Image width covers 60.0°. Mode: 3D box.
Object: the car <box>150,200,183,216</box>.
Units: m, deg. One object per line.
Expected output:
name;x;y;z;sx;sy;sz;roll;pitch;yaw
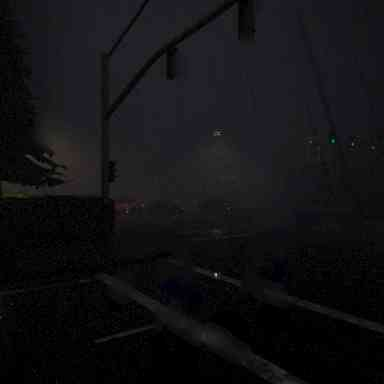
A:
car;-2.777;1.515;33.285;1.812;1.442;4.674;0;0;-36

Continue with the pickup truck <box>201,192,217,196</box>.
pickup truck;3.117;1.036;59.513;2.390;2.098;6.274;0;0;-6

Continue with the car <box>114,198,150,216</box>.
car;-6.287;1.344;32.133;2.097;1.767;4.553;0;0;-36

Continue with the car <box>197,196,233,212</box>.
car;2.553;1.490;37.995;1.837;1.490;4.892;0;0;-36
